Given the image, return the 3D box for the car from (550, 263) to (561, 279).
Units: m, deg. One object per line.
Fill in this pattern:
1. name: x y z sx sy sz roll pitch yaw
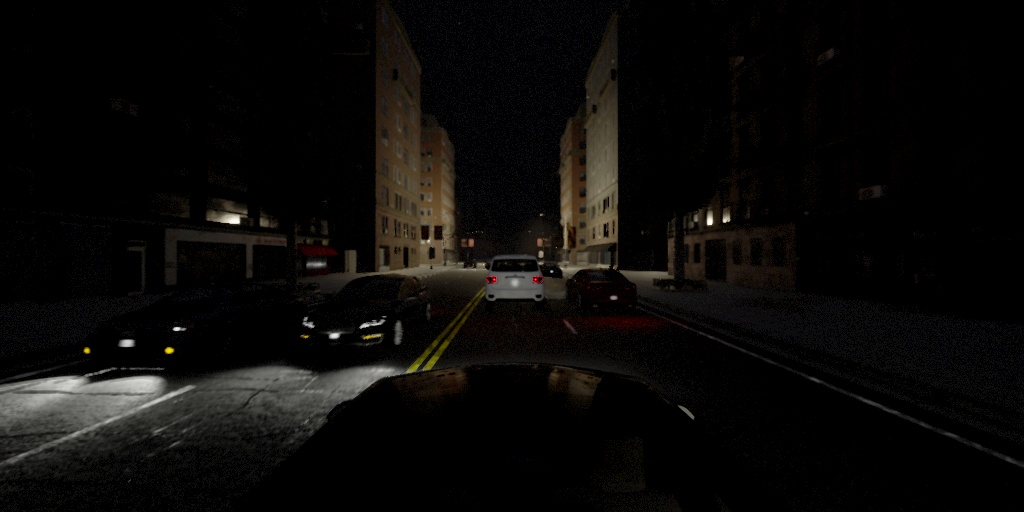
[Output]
1. car: 3.357 1.282 32.340 1.994 1.385 4.181 0 0 0

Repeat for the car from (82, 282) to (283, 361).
1. car: -6.597 1.307 8.134 1.994 1.385 4.181 0 0 0

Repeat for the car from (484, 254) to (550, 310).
1. car: 0.101 0.958 14.708 2.150 2.045 5.566 0 0 0

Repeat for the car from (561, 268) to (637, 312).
1. car: 3.353 1.215 14.288 1.882 1.535 5.008 0 0 0

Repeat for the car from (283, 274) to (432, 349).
1. car: -3.348 1.247 9.189 1.837 1.490 4.892 0 0 0

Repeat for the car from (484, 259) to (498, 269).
1. car: -3.240 1.236 56.352 2.033 1.411 5.357 0 0 0

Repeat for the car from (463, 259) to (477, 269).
1. car: -6.494 1.200 55.932 1.837 1.490 4.892 0 0 0
